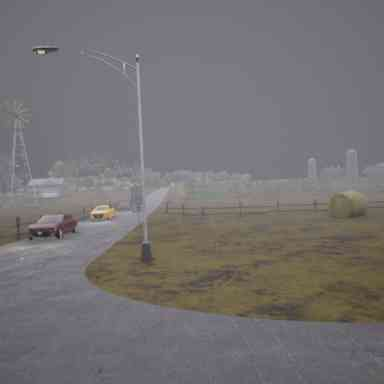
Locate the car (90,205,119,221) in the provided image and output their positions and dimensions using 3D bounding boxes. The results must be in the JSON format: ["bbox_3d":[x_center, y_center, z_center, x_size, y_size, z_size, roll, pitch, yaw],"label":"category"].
[{"bbox_3d":[-9.684,2.213,36.202,1.882,1.535,5.008,-3,0,-3],"label":"car"}]

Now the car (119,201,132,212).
[{"bbox_3d":[-10.437,2.272,52.066,1.837,1.490,4.892,-3,0,-3],"label":"car"}]

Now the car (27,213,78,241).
[{"bbox_3d":[-8.919,2.152,21.665,1.882,1.535,5.008,-3,-1,-3],"label":"car"}]
